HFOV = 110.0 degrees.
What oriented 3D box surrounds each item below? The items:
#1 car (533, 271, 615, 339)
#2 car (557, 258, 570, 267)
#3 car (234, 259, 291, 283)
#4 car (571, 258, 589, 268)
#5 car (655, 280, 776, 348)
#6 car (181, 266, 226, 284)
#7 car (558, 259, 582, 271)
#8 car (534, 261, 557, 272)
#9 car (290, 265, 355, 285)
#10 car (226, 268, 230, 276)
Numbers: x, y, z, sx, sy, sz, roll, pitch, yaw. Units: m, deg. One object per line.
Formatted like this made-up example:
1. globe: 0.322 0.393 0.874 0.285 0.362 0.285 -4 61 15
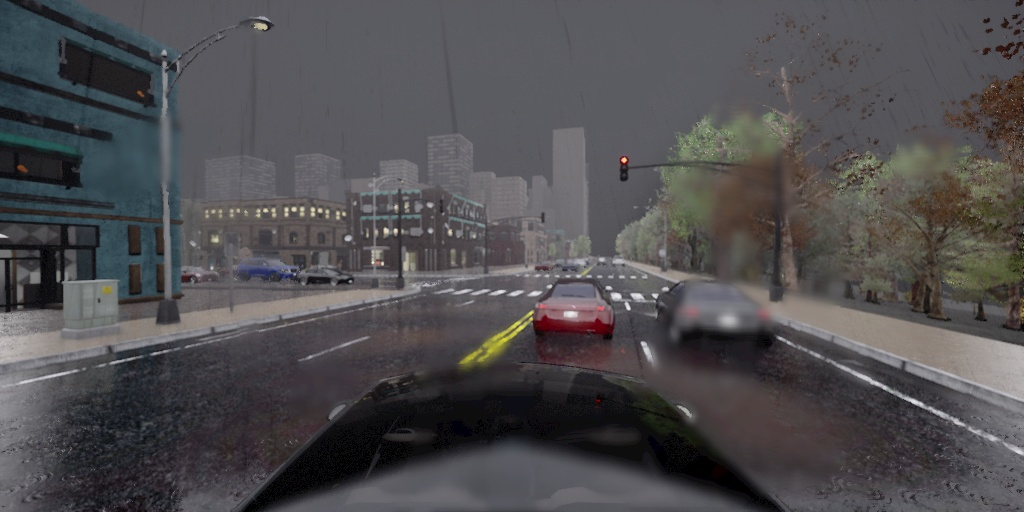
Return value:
1. car: 1.867 1.315 10.212 1.994 1.385 4.181 0 0 15
2. car: 8.245 1.255 60.764 1.837 1.490 4.892 0 0 15
3. car: -21.805 1.295 32.270 5.566 2.045 2.150 -1 0 15
4. car: 11.319 1.275 59.677 1.812 1.442 4.674 0 0 15
5. car: 5.017 1.315 9.406 1.994 1.385 4.181 0 0 15
6. car: -27.638 1.600 31.130 4.097 1.591 1.967 0 0 15
7. car: 7.220 1.352 44.039 1.895 1.301 4.718 0 0 15
8. car: 4.075 1.352 44.860 1.895 1.301 4.718 0 0 15
9. car: -14.245 1.569 27.496 4.313 1.339 1.948 0 0 15
10. car: -30.870 1.722 40.641 4.207 1.307 1.802 0 0 15
